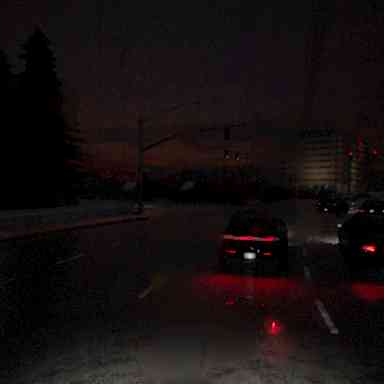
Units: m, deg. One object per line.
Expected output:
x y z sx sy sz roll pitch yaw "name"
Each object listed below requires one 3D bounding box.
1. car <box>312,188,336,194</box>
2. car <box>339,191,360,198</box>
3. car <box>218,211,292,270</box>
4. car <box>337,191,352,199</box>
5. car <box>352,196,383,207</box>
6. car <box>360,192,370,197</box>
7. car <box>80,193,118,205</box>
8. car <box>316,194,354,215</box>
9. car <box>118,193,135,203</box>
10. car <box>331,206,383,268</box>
22.336 0.469 55.393 2.150 2.045 5.566 1 1 35 "car"
25.172 0.807 53.359 1.812 1.442 4.674 1 1 35 "car"
2.082 1.342 10.583 2.128 1.511 4.902 0 1 16 "car"
31.189 0.608 67.968 1.812 1.442 4.674 1 1 35 "car"
12.899 1.259 23.279 2.033 1.411 5.357 1 1 34 "car"
33.753 0.718 65.529 1.895 1.301 4.718 1 1 35 "car"
-11.615 0.811 40.267 4.553 1.767 2.097 1 1 35 "car"
11.720 1.152 27.692 2.128 1.511 4.902 1 1 35 "car"
-9.465 0.914 43.034 4.902 1.511 2.128 1 1 35 "car"
5.705 1.408 10.325 2.033 1.411 5.357 0 1 19 "car"
